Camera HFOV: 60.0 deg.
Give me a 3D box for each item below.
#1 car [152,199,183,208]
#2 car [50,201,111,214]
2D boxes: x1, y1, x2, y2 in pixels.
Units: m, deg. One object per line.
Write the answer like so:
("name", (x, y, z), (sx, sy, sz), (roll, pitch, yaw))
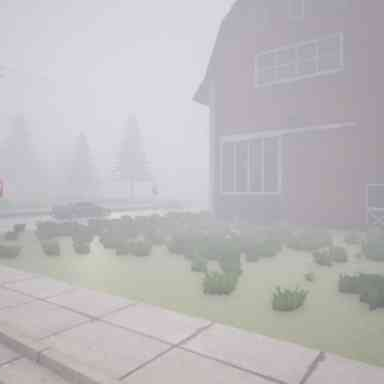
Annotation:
("car", (-2.895, 1.493, 39.951), (1.994, 1.385, 4.181), (0, 0, 37))
("car", (-8.595, 1.443, 26.120), (1.837, 1.490, 4.892), (0, 0, 37))
